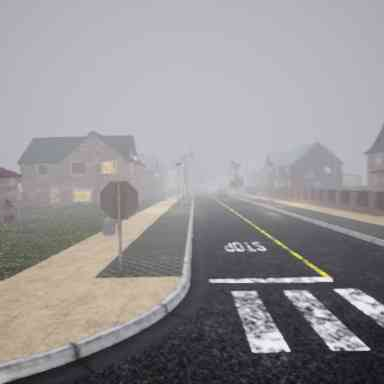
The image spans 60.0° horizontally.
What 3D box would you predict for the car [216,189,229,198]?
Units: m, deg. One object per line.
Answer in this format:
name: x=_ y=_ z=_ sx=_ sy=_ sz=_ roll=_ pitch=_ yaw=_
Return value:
car: x=4.798 y=0.236 z=53.135 sx=2.033 sy=1.411 sz=5.357 roll=-1 pitch=1 yaw=0
